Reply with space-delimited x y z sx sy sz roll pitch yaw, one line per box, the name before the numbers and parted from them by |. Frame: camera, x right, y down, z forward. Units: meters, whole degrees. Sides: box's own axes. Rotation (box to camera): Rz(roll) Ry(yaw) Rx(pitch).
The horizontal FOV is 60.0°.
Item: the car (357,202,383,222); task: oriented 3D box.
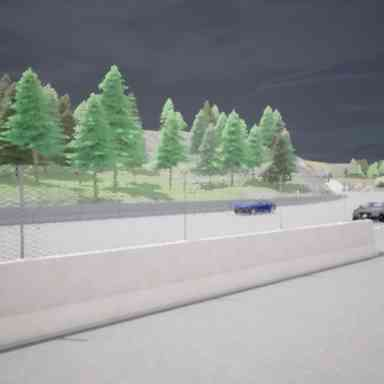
car | 13.260 1.407 24.054 4.181 1.385 1.994 -1 0 -43
